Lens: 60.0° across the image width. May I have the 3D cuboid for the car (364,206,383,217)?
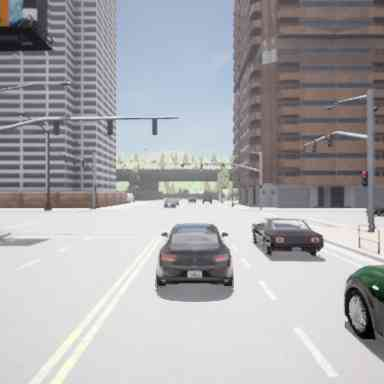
[{"bbox_3d":[19.985,1.813,33.327,4.718,1.301,1.895,0,0,1],"label":"car"}]

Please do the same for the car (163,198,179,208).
[{"bbox_3d":[-3.554,1.838,54.437,2.128,1.511,4.902,0,0,-1],"label":"car"}]

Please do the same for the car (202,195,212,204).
[{"bbox_3d":[3.566,1.718,77.618,2.150,2.045,5.566,0,0,0],"label":"car"}]

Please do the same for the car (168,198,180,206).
[{"bbox_3d":[-3.486,1.904,64.841,2.128,1.511,4.902,0,0,1],"label":"car"}]

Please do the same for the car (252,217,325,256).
[{"bbox_3d":[3.652,1.688,13.604,1.895,1.301,4.718,0,0,2],"label":"car"}]

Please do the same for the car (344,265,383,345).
[{"bbox_3d":[3.603,1.376,3.777,2.097,1.767,4.553,0,0,0],"label":"car"}]

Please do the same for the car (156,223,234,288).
[{"bbox_3d":[0.077,1.586,9.346,1.812,1.442,4.674,0,0,0],"label":"car"}]

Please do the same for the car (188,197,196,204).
[{"bbox_3d":[0.065,1.914,76.909,1.837,1.490,4.892,0,0,0],"label":"car"}]
